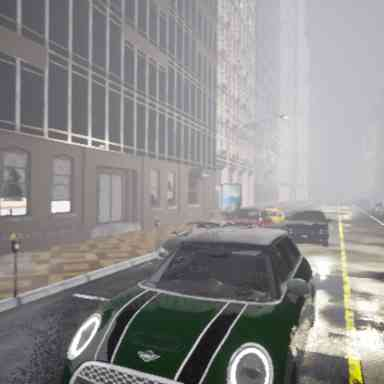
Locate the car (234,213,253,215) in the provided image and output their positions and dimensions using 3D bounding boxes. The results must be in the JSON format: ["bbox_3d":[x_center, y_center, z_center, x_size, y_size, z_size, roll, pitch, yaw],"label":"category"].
[{"bbox_3d":[0.484,1.601,11.021,2.008,1.369,4.403,0,0,24],"label":"car"}]

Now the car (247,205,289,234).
[{"bbox_3d":[4.953,1.660,21.212,1.752,1.417,4.829,0,0,24],"label":"car"}]

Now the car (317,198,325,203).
[{"bbox_3d":[34.510,2.311,88.615,1.802,1.307,4.206,0,0,24],"label":"car"}]

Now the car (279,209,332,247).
[{"bbox_3d":[5.623,1.595,16.029,1.882,1.535,5.008,0,0,24],"label":"car"}]

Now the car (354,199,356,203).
[{"bbox_3d":[33.111,2.159,64.558,1.947,1.339,4.313,0,0,24],"label":"car"}]

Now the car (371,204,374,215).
[{"bbox_3d":[19.500,1.901,33.520,1.802,1.307,4.206,0,0,24],"label":"car"}]

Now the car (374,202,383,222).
[{"bbox_3d":[17.235,1.590,28.348,2.192,1.841,5.009,0,0,24],"label":"car"}]

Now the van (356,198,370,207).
[{"bbox_3d":[30.844,1.888,59.386,1.690,1.788,3.998,0,0,24],"label":"van"}]

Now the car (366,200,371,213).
[{"bbox_3d":[21.769,1.944,38.693,1.802,1.307,4.206,0,0,24],"label":"car"}]

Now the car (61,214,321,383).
[{"bbox_3d":[0.470,1.374,4.535,2.097,1.767,4.553,0,0,24],"label":"car"}]

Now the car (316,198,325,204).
[{"bbox_3d":[32.243,2.122,83.443,1.967,1.590,4.097,0,0,24],"label":"car"}]

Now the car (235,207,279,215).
[{"bbox_3d":[2.754,1.533,16.196,1.967,1.590,4.097,0,0,24],"label":"car"}]
